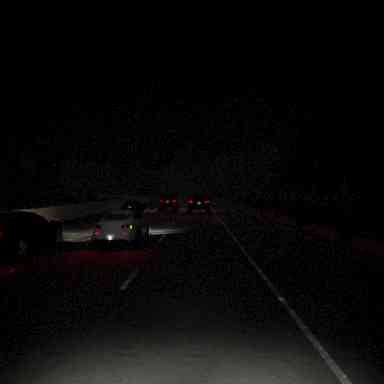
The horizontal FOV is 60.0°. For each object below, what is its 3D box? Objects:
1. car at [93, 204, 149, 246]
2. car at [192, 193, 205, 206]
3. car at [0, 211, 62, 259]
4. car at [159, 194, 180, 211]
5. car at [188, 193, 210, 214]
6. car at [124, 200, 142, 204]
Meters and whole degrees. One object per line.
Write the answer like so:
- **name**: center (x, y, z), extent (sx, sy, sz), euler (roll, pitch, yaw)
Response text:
- **car**: center (-3.124, 1.517, 15.212), extent (1.812, 1.442, 4.674), euler (0, 0, 1)
- **car**: center (1.130, 1.190, 56.180), extent (2.150, 2.045, 5.566), euler (0, 0, 1)
- **car**: center (-6.673, 1.470, 12.657), extent (1.882, 1.535, 5.008), euler (0, 0, 1)
- **car**: center (-2.673, 1.201, 39.795), extent (2.150, 2.045, 5.566), euler (0, 0, 1)
- **car**: center (0.740, 1.201, 35.006), extent (2.150, 2.045, 5.566), euler (0, 0, 1)
- **car**: center (-6.258, 1.545, 35.211), extent (1.994, 1.385, 4.181), euler (0, 0, 1)
